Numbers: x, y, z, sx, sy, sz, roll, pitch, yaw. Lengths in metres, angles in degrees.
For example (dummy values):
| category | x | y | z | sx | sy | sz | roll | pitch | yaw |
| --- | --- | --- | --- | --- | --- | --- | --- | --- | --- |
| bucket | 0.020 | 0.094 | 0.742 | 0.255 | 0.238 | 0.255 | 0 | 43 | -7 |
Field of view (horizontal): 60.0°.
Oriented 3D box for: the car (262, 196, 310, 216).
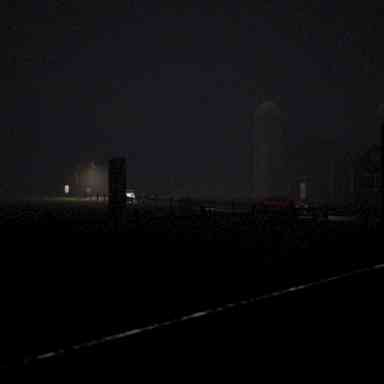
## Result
| category | x | y | z | sx | sy | sz | roll | pitch | yaw |
| --- | --- | --- | --- | --- | --- | --- | --- | --- | --- |
| car | 8.565 | 1.173 | 30.841 | 2.097 | 1.767 | 4.553 | -1 | 1 | -36 |

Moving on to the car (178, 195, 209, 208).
| category | x | y | z | sx | sy | sz | roll | pitch | yaw |
| --- | --- | --- | --- | --- | --- | --- | --- | --- | --- |
| car | 0.158 | 1.177 | 42.501 | 2.128 | 1.511 | 4.902 | -1 | 1 | -36 |

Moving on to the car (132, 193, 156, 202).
| category | x | y | z | sx | sy | sz | roll | pitch | yaw |
| --- | --- | --- | --- | --- | --- | --- | --- | --- | --- |
| car | -8.099 | 0.980 | 58.852 | 2.128 | 1.511 | 4.902 | -1 | 1 | -36 |

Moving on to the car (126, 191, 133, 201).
| category | x | y | z | sx | sy | sz | roll | pitch | yaw |
| --- | --- | --- | --- | --- | --- | --- | --- | --- | --- |
| car | -12.415 | 1.003 | 60.089 | 1.812 | 1.442 | 4.674 | -1 | 1 | -36 |
